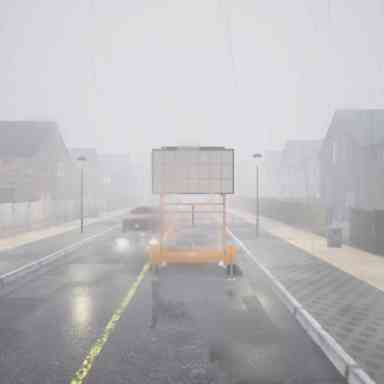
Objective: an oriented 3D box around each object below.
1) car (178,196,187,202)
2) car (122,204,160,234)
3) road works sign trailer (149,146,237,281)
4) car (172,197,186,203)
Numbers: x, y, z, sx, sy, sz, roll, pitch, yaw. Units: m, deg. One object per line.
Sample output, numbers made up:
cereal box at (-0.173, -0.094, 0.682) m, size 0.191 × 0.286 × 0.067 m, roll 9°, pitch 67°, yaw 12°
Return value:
car at (-2.531, 1.971, 89.840) m, size 2.128 × 1.511 × 4.902 m, roll 0°, pitch -1°, yaw 0°
car at (-2.804, 1.490, 19.586) m, size 1.882 × 1.535 × 5.008 m, roll 0°, pitch 0°, yaw 0°
road works sign trailer at (0.029, 0.465, 9.852) m, size 2.380 × 3.560 × 2.880 m, roll 0°, pitch 0°, yaw 1°
car at (-2.664, 1.774, 61.540) m, size 1.994 × 1.385 × 4.181 m, roll 0°, pitch 0°, yaw 0°
